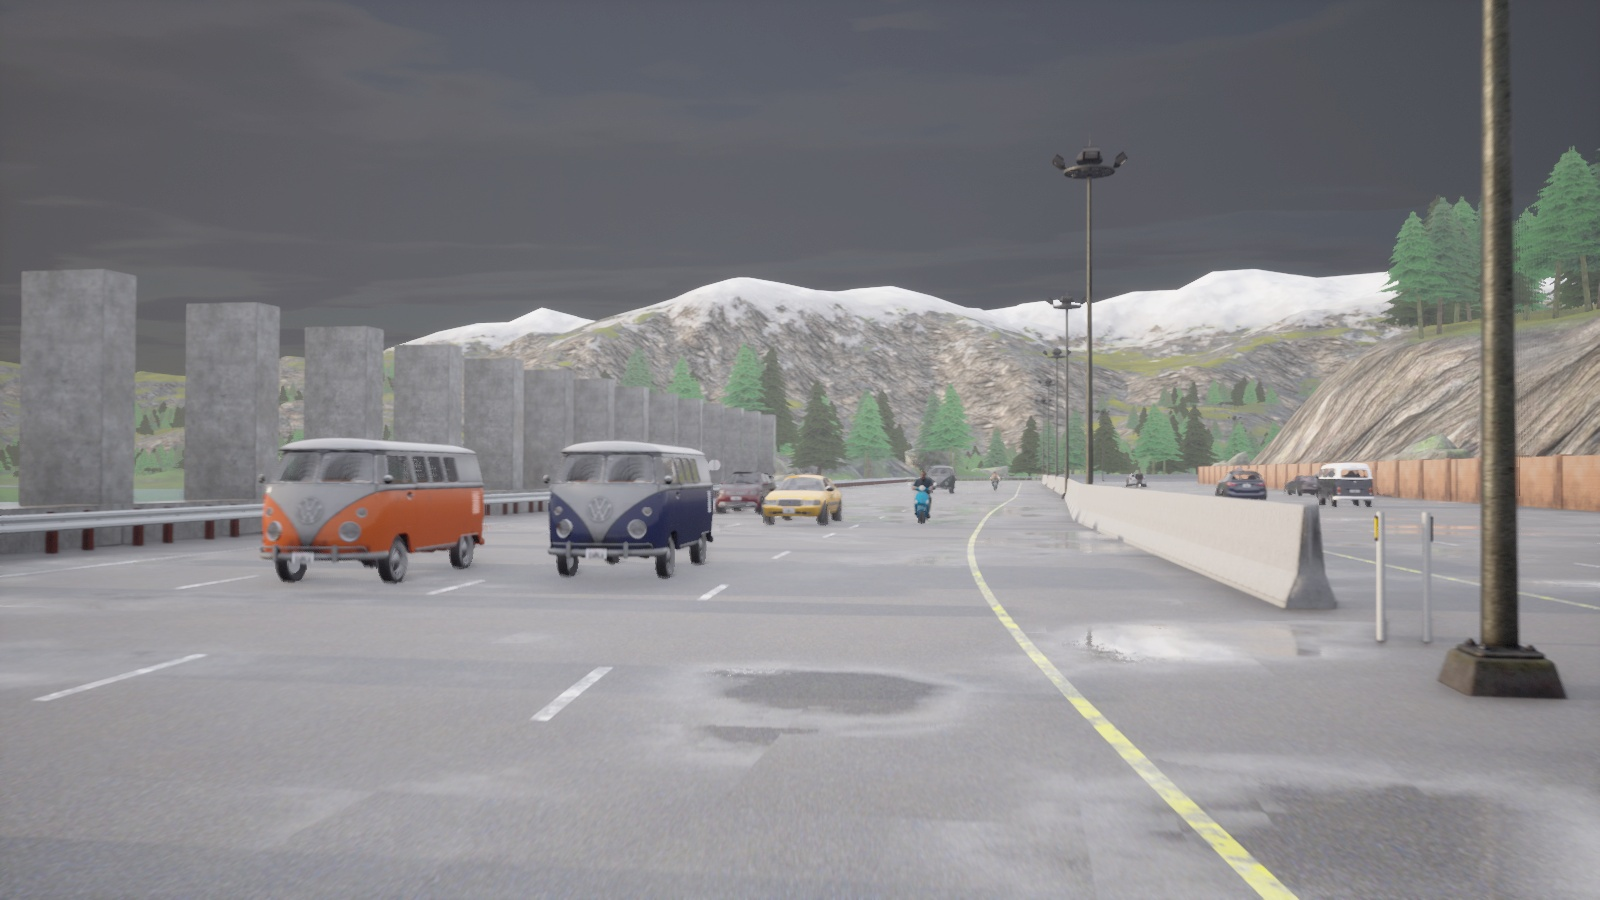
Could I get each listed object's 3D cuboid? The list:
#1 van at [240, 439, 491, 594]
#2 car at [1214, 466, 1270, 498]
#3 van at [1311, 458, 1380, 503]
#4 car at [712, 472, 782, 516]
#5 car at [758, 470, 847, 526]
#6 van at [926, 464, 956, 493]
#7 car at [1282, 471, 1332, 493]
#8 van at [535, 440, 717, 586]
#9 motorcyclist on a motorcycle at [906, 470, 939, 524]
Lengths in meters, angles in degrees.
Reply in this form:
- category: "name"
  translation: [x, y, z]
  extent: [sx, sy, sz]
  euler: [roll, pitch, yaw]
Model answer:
- category: "van"
  translation: [-6.153, 0.900, 18.405]
  extent: [1.775, 1.987, 4.442]
  euler: [0, -1, 6]
- category: "car"
  translation: [23.884, 1.703, 68.024]
  extent: [2.242, 1.667, 4.611]
  euler: [0, -1, 12]
- category: "van"
  translation: [25.647, 1.430, 59.202]
  extent: [2.069, 2.038, 4.480]
  euler: [0, -1, 12]
- category: "car"
  translation: [-1.918, 1.574, 46.163]
  extent: [1.789, 1.549, 3.705]
  euler: [0, -1, 10]
- category: "car"
  translation: [0.171, 1.387, 37.876]
  extent: [1.801, 1.575, 5.366]
  euler: [0, -1, 10]
- category: "van"
  translation: [9.975, 2.010, 88.483]
  extent: [1.775, 1.987, 4.442]
  euler: [0, -1, 10]
- category: "car"
  translation: [34.270, 2.150, 85.036]
  extent: [2.033, 1.411, 5.357]
  euler: [0, -1, 9]
- category: "van"
  translation: [-2.536, 0.903, 19.407]
  extent: [1.775, 1.987, 4.442]
  euler: [0, -1, 6]
- category: "motorcyclist on a motorcycle"
  translation: [3.688, 1.384, 37.652]
  extent: [0.866, 1.590, 1.817]
  euler: [0, -1, 10]
